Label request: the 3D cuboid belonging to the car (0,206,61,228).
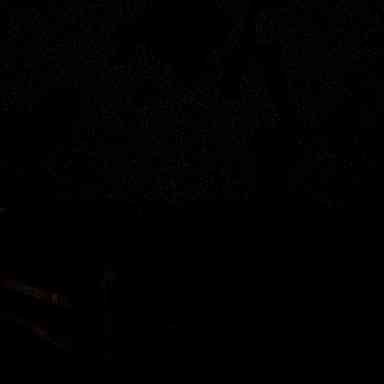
[{"bbox_3d":[-11.515,1.711,22.852,1.882,1.535,5.008,-1,-1,35],"label":"car"}]
